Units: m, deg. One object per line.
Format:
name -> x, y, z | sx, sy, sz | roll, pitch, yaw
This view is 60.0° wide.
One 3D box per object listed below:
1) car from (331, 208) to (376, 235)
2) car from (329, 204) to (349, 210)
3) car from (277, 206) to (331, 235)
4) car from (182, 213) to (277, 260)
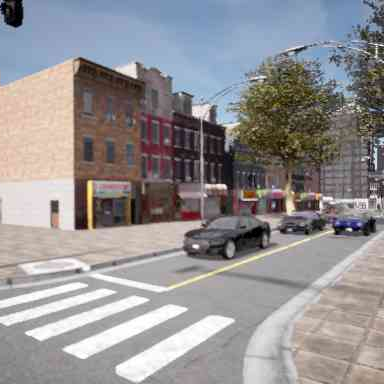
car -> 10.433, 1.941, 21.215 | 1.895, 1.301, 4.718 | -1, -1, 35
car -> 13.169, 1.897, 30.194 | 2.097, 1.767, 4.553 | -1, -2, 34
car -> 7.289, 1.901, 21.847 | 2.033, 1.411, 5.357 | -1, -1, 35
car -> 1.567, 1.681, 13.749 | 1.882, 1.535, 5.008 | -1, -1, 35
